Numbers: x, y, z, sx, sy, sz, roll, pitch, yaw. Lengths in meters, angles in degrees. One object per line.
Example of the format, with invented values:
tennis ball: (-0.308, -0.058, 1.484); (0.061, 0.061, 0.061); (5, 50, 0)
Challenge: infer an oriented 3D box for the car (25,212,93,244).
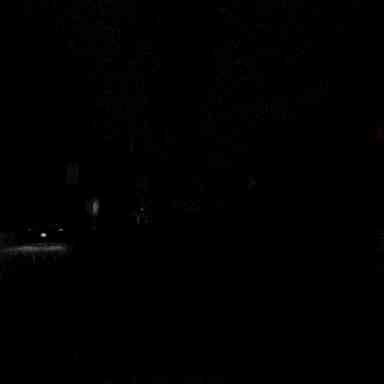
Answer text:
car: (-6.466, 1.707, 16.574); (1.994, 1.385, 4.181); (0, 0, 2)

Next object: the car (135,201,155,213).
car: (-5.788, 1.824, 41.421); (2.128, 1.511, 4.902); (0, 0, 1)
